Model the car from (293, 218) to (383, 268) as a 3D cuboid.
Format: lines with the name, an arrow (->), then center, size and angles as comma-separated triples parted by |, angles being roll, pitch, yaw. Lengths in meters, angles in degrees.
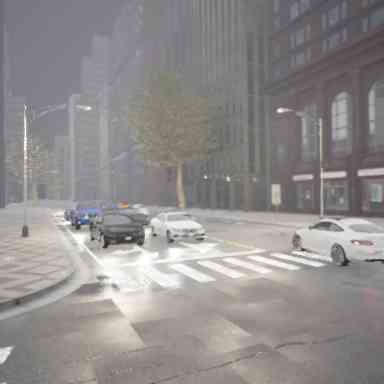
car -> 5.260, 1.633, 11.737 | 1.812, 1.442, 4.674 | 0, -1, -8

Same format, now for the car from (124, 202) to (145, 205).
car -> -6.298, 2.159, 38.034 | 1.812, 1.442, 4.674 | 0, -1, -25

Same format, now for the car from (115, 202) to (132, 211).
car -> -11.985, 2.469, 57.868 | 1.882, 1.535, 5.008 | 0, -1, -25

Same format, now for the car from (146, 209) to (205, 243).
car -> -0.894, 1.806, 18.025 | 1.812, 1.442, 4.674 | -1, -1, -22

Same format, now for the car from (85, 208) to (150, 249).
car -> -3.848, 1.782, 16.662 | 1.882, 1.535, 5.008 | 0, -1, -26

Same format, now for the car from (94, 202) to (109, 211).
car -> -16.205, 2.554, 59.487 | 1.882, 1.535, 5.008 | 0, -2, -25

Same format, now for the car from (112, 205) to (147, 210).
car -> -4.950, 2.008, 26.836 | 2.033, 1.411, 5.357 | 0, -1, -24

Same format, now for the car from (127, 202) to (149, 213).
car -> -8.121, 2.297, 49.546 | 1.882, 1.535, 5.008 | 0, -1, -24

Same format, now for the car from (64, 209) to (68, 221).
car -> -12.358, 2.208, 35.161 | 1.812, 1.442, 4.674 | 0, -1, -24

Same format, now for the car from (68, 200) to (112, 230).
car -> -8.047, 1.712, 25.781 | 2.150, 2.045, 5.566 | 0, -1, -25

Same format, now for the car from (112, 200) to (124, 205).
car -> -9.385, 1.879, 36.482 | 2.150, 2.045, 5.566 | 0, -1, -25
